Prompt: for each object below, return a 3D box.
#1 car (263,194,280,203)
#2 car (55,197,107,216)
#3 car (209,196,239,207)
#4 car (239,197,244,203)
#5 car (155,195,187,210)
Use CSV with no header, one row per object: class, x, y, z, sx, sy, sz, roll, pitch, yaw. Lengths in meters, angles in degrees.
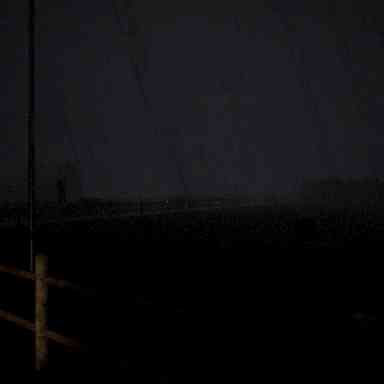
car,14.704,1.215,61.194,1.837,1.490,4.892,-1,0,34
car,-10.038,1.272,30.293,2.097,1.767,4.553,-1,0,35
car,4.119,1.407,45.731,1.895,1.301,4.718,-1,0,34
car,6.652,1.387,54.486,1.895,1.301,4.718,-1,0,35
car,-2.566,1.215,41.181,2.097,1.767,4.553,-1,0,35
